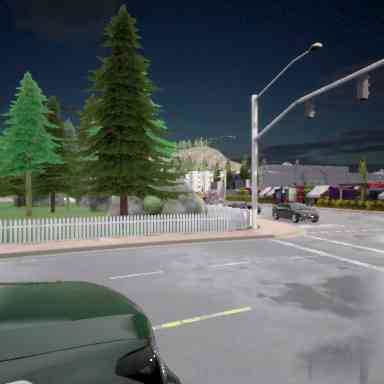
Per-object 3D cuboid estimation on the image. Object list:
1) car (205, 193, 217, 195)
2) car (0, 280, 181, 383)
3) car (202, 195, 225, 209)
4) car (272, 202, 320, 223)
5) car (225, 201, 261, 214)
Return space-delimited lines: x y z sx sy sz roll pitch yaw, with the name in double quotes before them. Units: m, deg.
"car" 3.546 1.276 67.818 2.150 2.045 5.566 0 0 -16
"car" -2.732 1.221 1.688 5.566 2.045 2.150 0 0 -36
"car" 2.900 1.547 44.242 2.128 1.511 4.902 0 0 -16
"car" 8.095 1.560 26.346 1.837 1.490 4.892 0 0 -14
"car" 5.511 1.656 35.254 1.895 1.301 4.718 0 0 -16
